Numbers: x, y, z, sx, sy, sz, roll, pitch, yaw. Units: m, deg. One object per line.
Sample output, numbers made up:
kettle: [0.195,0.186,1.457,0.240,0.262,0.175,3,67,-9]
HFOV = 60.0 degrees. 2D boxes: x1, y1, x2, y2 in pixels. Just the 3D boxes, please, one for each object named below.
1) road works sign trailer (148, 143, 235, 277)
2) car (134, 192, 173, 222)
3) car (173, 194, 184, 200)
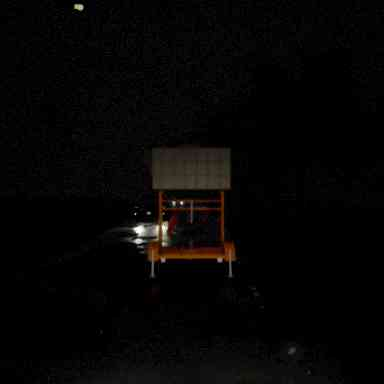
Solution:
road works sign trailer: [-0.011,0.369,9.886,2.380,3.560,2.880,0,1,0]
car: [-2.828,1.003,24.509,2.150,2.045,5.566,0,0,0]
car: [-2.720,1.127,65.371,1.837,1.490,4.892,0,0,1]
